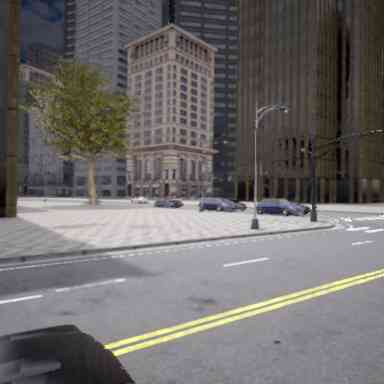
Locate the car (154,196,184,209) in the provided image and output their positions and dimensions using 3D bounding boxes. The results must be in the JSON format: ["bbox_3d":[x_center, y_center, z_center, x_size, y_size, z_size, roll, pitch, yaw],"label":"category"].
[{"bbox_3d":[-3.481,1.603,46.464,1.994,1.385,4.181,1,-1,-42],"label":"car"}]

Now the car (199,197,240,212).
[{"bbox_3d":[2.924,1.396,38.896,2.097,1.767,4.553,1,-1,-39],"label":"car"}]

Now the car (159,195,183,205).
[{"bbox_3d":[-3.884,1.518,61.763,2.097,1.767,4.553,1,-1,-43],"label":"car"}]

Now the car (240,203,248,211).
[{"bbox_3d":[4.784,1.593,41.760,1.837,1.490,4.892,1,-1,-40],"label":"car"}]

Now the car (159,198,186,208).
[{"bbox_3d":[-3.038,1.645,50.911,1.994,1.385,4.181,1,-1,-41],"label":"car"}]

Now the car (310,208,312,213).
[{"bbox_3d":[10.364,1.653,34.821,1.994,1.385,4.181,1,-1,-38],"label":"car"}]

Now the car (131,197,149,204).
[{"bbox_3d":[-10.843,1.685,68.949,1.812,1.442,4.674,1,-1,-45],"label":"car"}]

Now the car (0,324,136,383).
[{"bbox_3d":[-2.514,1.597,1.648,4.718,1.301,1.895,0,0,-35],"label":"car"}]

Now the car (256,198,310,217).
[{"bbox_3d":[8.436,1.397,31.981,2.097,1.767,4.553,1,-1,-37],"label":"car"}]
